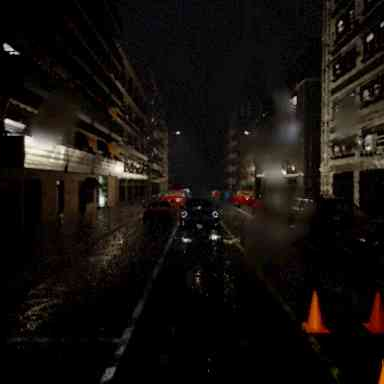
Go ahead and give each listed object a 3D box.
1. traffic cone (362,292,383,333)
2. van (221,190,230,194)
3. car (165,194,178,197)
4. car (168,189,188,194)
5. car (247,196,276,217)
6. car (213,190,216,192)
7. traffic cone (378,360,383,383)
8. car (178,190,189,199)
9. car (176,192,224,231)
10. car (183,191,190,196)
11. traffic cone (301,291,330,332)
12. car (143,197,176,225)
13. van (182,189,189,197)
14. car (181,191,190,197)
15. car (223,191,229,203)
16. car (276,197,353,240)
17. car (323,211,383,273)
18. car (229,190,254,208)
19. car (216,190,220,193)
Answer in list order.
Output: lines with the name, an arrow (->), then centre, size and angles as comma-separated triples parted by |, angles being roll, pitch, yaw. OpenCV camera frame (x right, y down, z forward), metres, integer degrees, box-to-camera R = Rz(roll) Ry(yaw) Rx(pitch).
traffic cone -> 2.971, 1.891, 5.318 | 0.340, 0.580, 0.340 | 0, 1, 0
van -> 6.122, 0.603, 55.265 | 1.690, 1.788, 3.998 | -1, 1, 1
car -> -1.997, 1.161, 27.107 | 1.887, 1.381, 4.507 | -1, 1, 1
car -> -1.903, 0.777, 38.405 | 2.192, 1.841, 5.009 | -1, 1, 1
car -> 5.882, 1.231, 26.950 | 1.802, 1.307, 4.206 | -1, 1, 1
car -> 6.413, 0.238, 89.248 | 1.967, 1.590, 4.097 | -1, 1, 1
traffic cone -> 1.955, 1.915, 3.327 | 0.340, 0.580, 0.340 | 0, 1, 0
car -> -1.661, 0.516, 66.659 | 1.967, 1.590, 4.097 | -1, 1, 1
car -> 0.413, 1.095, 18.576 | 2.097, 1.767, 4.553 | 0, 1, 1
car -> -1.467, 0.333, 89.264 | 1.947, 1.339, 4.313 | -1, 1, 1
traffic cone -> 1.972, 1.887, 5.327 | 0.340, 0.580, 0.340 | 0, 1, 0
car -> -2.045, 1.238, 21.456 | 1.887, 1.381, 4.507 | 0, 1, 1
van -> -1.517, 0.185, 83.610 | 1.690, 1.788, 3.998 | -1, 1, 1
car -> -1.563, 0.472, 77.962 | 2.008, 1.369, 4.403 | -1, 1, 1
car -> 6.076, 0.921, 49.605 | 1.802, 1.307, 4.206 | -1, 1, 1
car -> 5.783, 1.119, 15.619 | 2.192, 1.841, 5.009 | -1, 1, 1
car -> 5.737, 1.464, 9.959 | 1.802, 1.307, 4.206 | -1, 1, 1
car -> 5.976, 0.809, 38.274 | 2.192, 1.841, 5.009 | -1, 1, 1
car -> 6.170, 0.499, 60.928 | 2.192, 1.841, 5.009 | -1, 1, 1
